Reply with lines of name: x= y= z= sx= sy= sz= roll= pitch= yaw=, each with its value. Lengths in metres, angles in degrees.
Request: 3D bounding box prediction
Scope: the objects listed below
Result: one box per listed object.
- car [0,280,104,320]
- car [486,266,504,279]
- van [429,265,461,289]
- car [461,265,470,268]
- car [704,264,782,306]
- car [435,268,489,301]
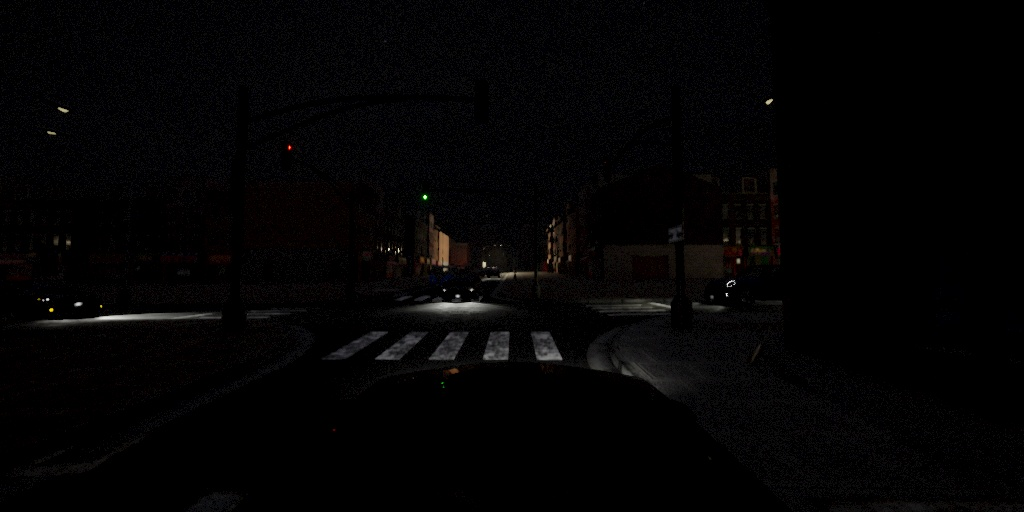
car: x=-17.122 y=1.519 z=12.527 sx=4.181 sy=1.385 sz=1.994 roll=0 pitch=-3 yaw=0
car: x=-2.635 y=2.469 z=51.740 sx=2.033 sy=1.411 sz=5.357 roll=0 pitch=-2 yaw=0
van: x=-5.310 y=1.631 z=27.973 sx=1.690 sy=1.789 sz=3.998 roll=0 pitch=0 yaw=0
car: x=-5.296 y=1.838 z=36.275 sx=2.192 sy=1.841 sz=5.009 roll=0 pitch=0 yaw=0
car: x=10.841 y=1.155 z=15.470 sx=4.553 sy=1.767 sz=2.097 roll=-1 pitch=-3 yaw=0
car: x=-2.690 y=1.640 z=20.473 sx=2.033 sy=1.411 sz=5.357 roll=0 pitch=-1 yaw=0
